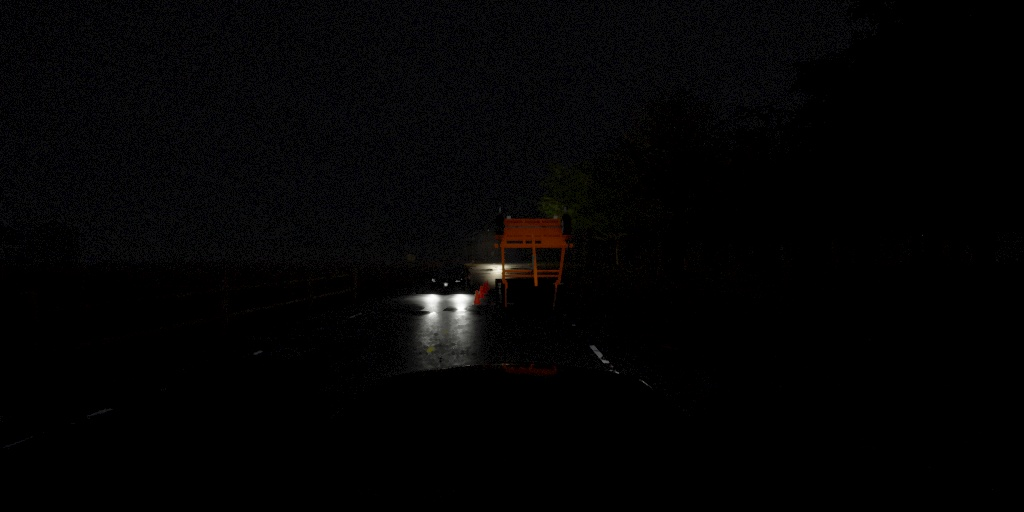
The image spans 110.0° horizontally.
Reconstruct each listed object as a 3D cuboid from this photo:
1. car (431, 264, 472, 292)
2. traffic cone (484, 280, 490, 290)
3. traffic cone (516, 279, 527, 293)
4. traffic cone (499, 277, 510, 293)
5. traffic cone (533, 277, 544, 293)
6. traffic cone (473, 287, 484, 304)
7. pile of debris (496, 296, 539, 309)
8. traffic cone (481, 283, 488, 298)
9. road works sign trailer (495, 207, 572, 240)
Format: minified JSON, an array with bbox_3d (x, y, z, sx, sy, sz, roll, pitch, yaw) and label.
[{"bbox_3d":[-3.453,1.237,21.161,1.837,1.490,4.892,0,0,0],"label":"car"},{"bbox_3d":[-1.445,1.690,18.895,0.340,0.580,0.340,0,0,0],"label":"traffic cone"},{"bbox_3d":[0.558,1.688,20.890,0.340,0.580,0.340,0,0,0],"label":"traffic cone"},{"bbox_3d":[-0.441,1.688,20.893,0.340,0.580,0.340,0,0,0],"label":"traffic cone"},{"bbox_3d":[1.557,1.688,20.888,0.340,0.580,0.340,0,0,0],"label":"traffic cone"},{"bbox_3d":[-1.453,1.694,14.895,0.340,0.580,0.340,0,0,0],"label":"traffic cone"},{"bbox_3d":[0.031,1.904,14.898,1.860,0.140,1.500,0,0,0],"label":"pile of debris"},{"bbox_3d":[-1.449,1.692,16.895,0.340,0.580,0.340,0,0,0],"label":"traffic cone"},{"bbox_3d":[0.635,-2.366,10.103,2.380,3.560,2.880,0,0,0],"label":"road works sign trailer"}]
